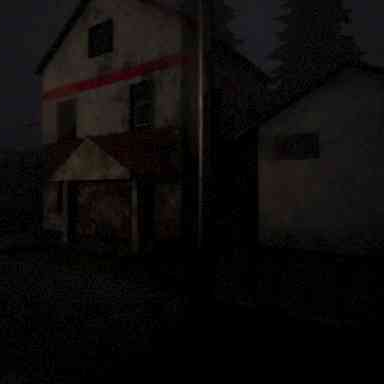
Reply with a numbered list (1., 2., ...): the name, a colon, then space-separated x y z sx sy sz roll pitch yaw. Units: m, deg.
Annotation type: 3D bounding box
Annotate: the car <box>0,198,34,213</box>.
1. car: -18.692 1.358 34.481 1.882 1.535 5.008 0 0 35
